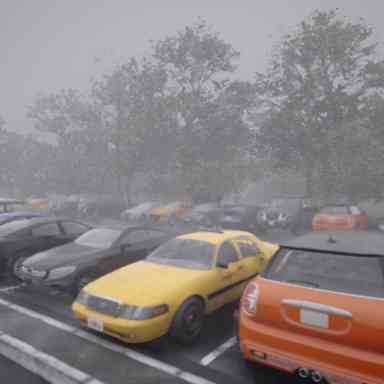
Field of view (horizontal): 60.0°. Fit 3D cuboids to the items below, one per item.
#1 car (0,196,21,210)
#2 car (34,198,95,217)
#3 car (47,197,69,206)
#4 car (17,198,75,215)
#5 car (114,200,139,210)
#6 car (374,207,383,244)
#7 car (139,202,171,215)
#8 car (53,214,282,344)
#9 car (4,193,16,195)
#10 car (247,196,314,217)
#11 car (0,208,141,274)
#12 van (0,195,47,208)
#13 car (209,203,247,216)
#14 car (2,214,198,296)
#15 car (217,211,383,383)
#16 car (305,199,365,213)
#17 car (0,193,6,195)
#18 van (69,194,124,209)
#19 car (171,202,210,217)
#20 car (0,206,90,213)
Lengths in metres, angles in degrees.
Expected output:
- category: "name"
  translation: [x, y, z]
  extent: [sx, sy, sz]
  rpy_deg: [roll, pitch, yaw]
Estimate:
- category: "car"
  translation: [-23.825, 1.327, 40.467]
  extent: [2.097, 1.535, 5.008]
  rpy_deg: [1, 1, 36]
- category: "car"
  translation: [-12.302, 1.436, 32.401]
  extent: [1.946, 1.575, 5.366]
  rpy_deg: [0, 0, 36]
- category: "car"
  translation: [-10.166, 1.197, 30.601]
  extent: [2.435, 2.045, 5.566]
  rpy_deg: [0, 0, 36]
- category: "car"
  translation: [-14.775, 1.430, 33.944]
  extent: [2.097, 1.535, 5.008]
  rpy_deg: [0, 0, 36]
- category: "car"
  translation: [-3.366, 1.514, 25.748]
  extent: [2.002, 1.452, 4.674]
  rpy_deg: [0, 0, 36]
- category: "car"
  translation: [10.200, 1.555, 15.991]
  extent: [2.002, 1.452, 4.674]
  rpy_deg: [0, 0, 36]
- category: "car"
  translation: [-1.103, 1.481, 24.124]
  extent: [2.097, 1.535, 5.008]
  rpy_deg: [0, 0, 36]
- category: "car"
  translation: [0.213, 1.507, 6.831]
  extent: [1.946, 1.575, 5.366]
  rpy_deg: [0, 0, 36]
- category: "car"
  translation: [-17.014, 1.291, 35.600]
  extent: [2.185, 1.767, 4.553]
  rpy_deg: [1, 0, 36]
- category: "car"
  translation: [5.661, 1.252, 19.218]
  extent: [2.435, 2.045, 5.566]
  rpy_deg: [0, 0, 36]
- category: "car"
  translation: [-4.202, 1.497, 10.228]
  extent: [2.097, 1.535, 5.008]
  rpy_deg: [0, 0, 36]
- category: "van"
  translation: [-8.649, 1.257, 13.577]
  extent: [1.878, 1.987, 4.442]
  rpy_deg: [0, 0, 36]
- category: "car"
  translation: [3.431, 1.526, 20.892]
  extent: [2.163, 1.488, 4.792]
  rpy_deg: [0, 0, 36]
- category: "car"
  translation: [-1.937, 1.545, 8.609]
  extent: [2.002, 1.452, 4.674]
  rpy_deg: [0, 0, 36]
- category: "car"
  translation: [2.563, 1.390, 5.331]
  extent: [2.185, 1.767, 4.553]
  rpy_deg: [0, 0, 36]
- category: "car"
  translation: [7.920, 1.384, 17.590]
  extent: [2.185, 1.767, 4.553]
  rpy_deg: [0, 0, 36]
- category: "car"
  translation: [-21.545, 1.114, 38.855]
  extent: [2.435, 2.045, 5.566]
  rpy_deg: [1, 1, 36]
- category: "van"
  translation: [-7.956, 1.231, 28.903]
  extent: [1.878, 1.987, 4.442]
  rpy_deg: [0, 0, 36]
- category: "car"
  translation: [1.159, 1.490, 22.499]
  extent: [2.231, 1.521, 4.892]
  rpy_deg: [0, 0, 36]
- category: "car"
  translation: [-6.455, 1.490, 11.862]
  extent: [2.097, 1.535, 5.008]
  rpy_deg: [0, 0, 36]
